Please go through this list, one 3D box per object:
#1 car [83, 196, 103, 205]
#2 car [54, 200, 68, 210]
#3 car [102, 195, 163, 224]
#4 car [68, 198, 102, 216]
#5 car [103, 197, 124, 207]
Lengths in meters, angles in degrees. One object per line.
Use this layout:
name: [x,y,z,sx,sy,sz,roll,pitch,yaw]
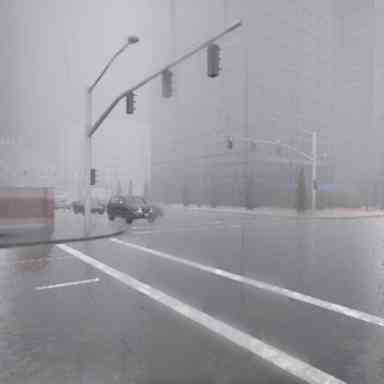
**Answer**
car: [-19.279,1.618,64.630,2.128,1.511,4.902,0,0,-36]
car: [-17.074,1.665,43.159,1.895,1.301,4.718,0,0,-36]
car: [-4.815,1.285,25.989,2.150,2.045,5.566,0,0,-35]
car: [-10.769,1.612,34.334,2.033,1.411,5.357,0,0,-36]
car: [-13.318,1.651,56.292,1.812,1.442,4.674,0,0,-36]
